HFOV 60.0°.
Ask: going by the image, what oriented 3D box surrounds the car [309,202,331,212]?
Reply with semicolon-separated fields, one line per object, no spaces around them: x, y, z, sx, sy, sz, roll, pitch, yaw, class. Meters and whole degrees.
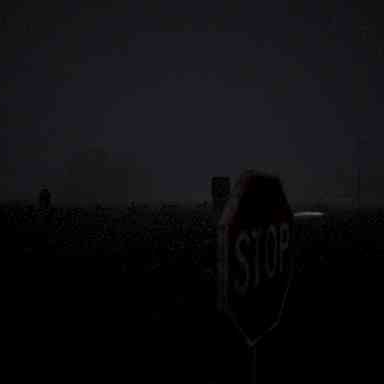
18.063;2.140;46.956;1.895;1.301;4.718;0;-1;35;car
